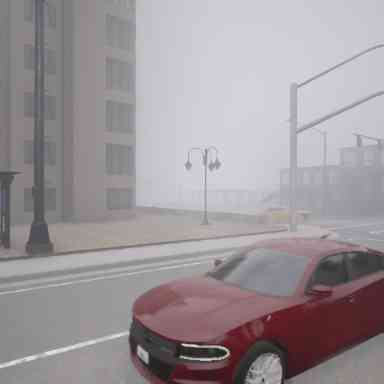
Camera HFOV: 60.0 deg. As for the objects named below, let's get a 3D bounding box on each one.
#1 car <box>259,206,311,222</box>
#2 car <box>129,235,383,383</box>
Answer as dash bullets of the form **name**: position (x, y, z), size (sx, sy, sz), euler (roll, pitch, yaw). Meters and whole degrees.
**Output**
- **car**: position (8.315, 1.986, 30.203), size (1.882, 1.535, 5.008), euler (0, -5, -36)
- **car**: position (1.518, 1.477, 5.017), size (5.008, 1.535, 1.882), euler (0, 0, -35)
